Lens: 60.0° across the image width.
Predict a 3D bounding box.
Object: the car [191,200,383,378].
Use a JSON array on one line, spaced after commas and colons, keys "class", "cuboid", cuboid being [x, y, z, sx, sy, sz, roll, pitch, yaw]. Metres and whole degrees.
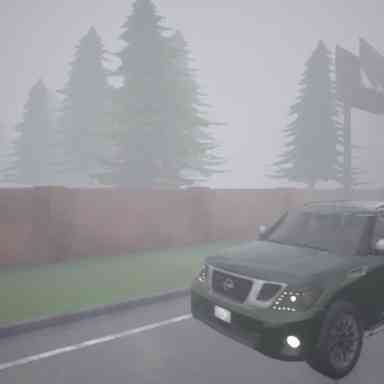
[{"class": "car", "cuboid": [2.649, 1.200, 5.849, 5.566, 2.045, 2.150, 0, 0, -35]}]
